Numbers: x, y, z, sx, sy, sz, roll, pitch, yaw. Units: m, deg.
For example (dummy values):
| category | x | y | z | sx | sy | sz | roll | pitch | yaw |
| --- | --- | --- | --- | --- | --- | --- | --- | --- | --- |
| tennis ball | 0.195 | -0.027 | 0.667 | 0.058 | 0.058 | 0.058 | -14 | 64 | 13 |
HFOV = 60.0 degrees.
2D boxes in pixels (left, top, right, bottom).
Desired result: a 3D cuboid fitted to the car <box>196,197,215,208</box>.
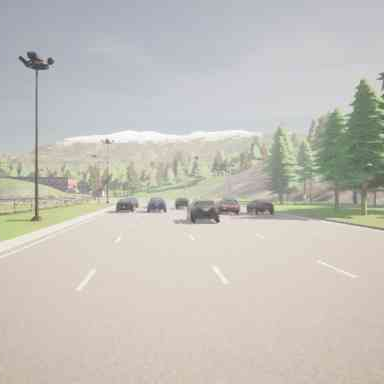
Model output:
| category | x | y | z | sx | sy | sz | roll | pitch | yaw |
| --- | --- | --- | --- | --- | --- | --- | --- | --- | --- |
| car | 1.893 | 1.547 | 48.460 | 2.033 | 1.411 | 5.357 | 0 | 0 | -6 |

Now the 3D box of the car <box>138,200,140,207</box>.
| category | x | y | z | sx | sy | sz | roll | pitch | yaw |
| --- | --- | --- | --- | --- | --- | --- | --- | --- | --- |
| car | -8.552 | 1.526 | 47.367 | 1.812 | 1.442 | 4.674 | 0 | 0 | -6 |

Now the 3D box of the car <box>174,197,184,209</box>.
| category | x | y | z | sx | sy | sz | roll | pitch | yaw |
| --- | --- | --- | --- | --- | --- | --- | --- | --- | --- |
| car | -1.404 | 1.504 | 46.408 | 1.837 | 1.490 | 4.892 | 0 | 0 | -6 |

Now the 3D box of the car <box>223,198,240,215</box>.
| category | x | y | z | sx | sy | sz | roll | pitch | yaw |
| --- | --- | --- | --- | --- | --- | --- | --- | --- | --- |
| car | 3.460 | 1.600 | 33.938 | 1.895 | 1.301 | 4.718 | 0 | 0 | -6 |

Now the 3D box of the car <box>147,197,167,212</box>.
| category | x | y | z | sx | sy | sz | roll | pitch | yaw |
| --- | --- | --- | --- | --- | --- | --- | --- | --- | --- |
| car | -4.021 | 1.352 | 38.004 | 2.097 | 1.767 | 4.553 | 0 | 0 | -7 |

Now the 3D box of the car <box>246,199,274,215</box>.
| category | x | y | z | sx | sy | sz | roll | pitch | yaw |
| --- | --- | --- | --- | --- | --- | --- | --- | --- | --- |
| car | 6.943 | 1.503 | 34.287 | 1.837 | 1.490 | 4.892 | 0 | -1 | -6 |

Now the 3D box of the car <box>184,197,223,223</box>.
| category | x | y | z | sx | sy | sz | roll | pitch | yaw |
| --- | --- | --- | --- | --- | --- | --- | --- | --- | --- |
| car | 0.782 | 1.353 | 26.061 | 2.097 | 1.767 | 4.553 | 0 | 0 | -6 |

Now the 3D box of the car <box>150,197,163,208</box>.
| category | x | y | z | sx | sy | sz | roll | pitch | yaw |
| --- | --- | --- | --- | --- | --- | --- | --- | --- | --- |
| car | -5.095 | 1.526 | 47.883 | 1.812 | 1.442 | 4.674 | 0 | 0 | -7 |

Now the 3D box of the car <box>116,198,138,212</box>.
| category | x | y | z | sx | sy | sz | roll | pitch | yaw |
| --- | --- | --- | --- | --- | --- | --- | --- | --- | --- |
| car | -7.555 | 1.478 | 38.161 | 1.882 | 1.535 | 5.008 | 0 | 0 | -6 |
